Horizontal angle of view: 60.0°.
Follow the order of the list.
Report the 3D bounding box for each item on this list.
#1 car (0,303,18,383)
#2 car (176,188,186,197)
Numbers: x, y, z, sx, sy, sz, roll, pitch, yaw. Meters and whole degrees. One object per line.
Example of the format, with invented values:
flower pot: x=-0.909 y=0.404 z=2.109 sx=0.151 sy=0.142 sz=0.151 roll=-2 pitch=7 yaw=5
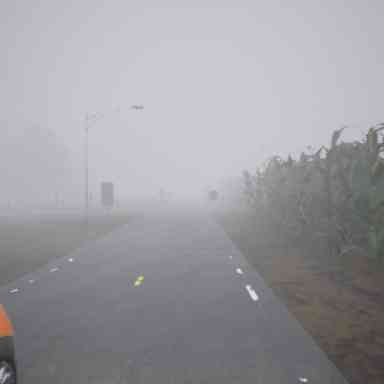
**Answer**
car: x=-2.849 y=1.367 z=1.523 sx=2.097 sy=1.767 sz=4.553 roll=0 pitch=-1 yaw=0
car: x=-2.759 y=0.027 z=83.205 sx=2.150 sy=2.045 sz=5.566 roll=0 pitch=2 yaw=0
